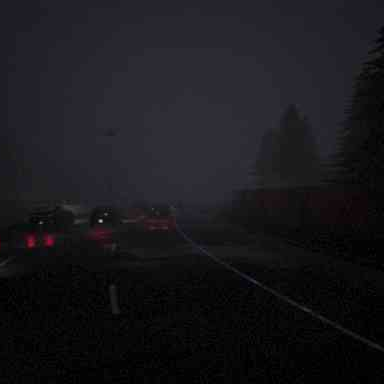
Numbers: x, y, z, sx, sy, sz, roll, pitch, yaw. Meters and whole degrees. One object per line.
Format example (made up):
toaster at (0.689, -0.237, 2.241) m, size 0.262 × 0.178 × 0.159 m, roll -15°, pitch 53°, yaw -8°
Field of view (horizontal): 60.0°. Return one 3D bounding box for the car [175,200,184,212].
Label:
car at (-2.220, 1.754, 43.550) m, size 1.882 × 1.535 × 5.008 m, roll -1°, pitch 0°, yaw 7°

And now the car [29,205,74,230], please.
car at (-9.698, 1.741, 23.343) m, size 2.128 × 1.511 × 4.902 m, roll -1°, pitch 0°, yaw -5°

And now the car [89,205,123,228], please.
car at (-6.286, 1.718, 24.546) m, size 1.837 × 1.490 × 4.892 m, roll -1°, pitch -1°, yaw -5°

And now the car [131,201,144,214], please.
car at (-6.081, 1.797, 40.480) m, size 2.128 × 1.511 × 4.902 m, roll -1°, pitch 0°, yaw 5°

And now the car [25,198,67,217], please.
car at (-17.012, 1.746, 39.192) m, size 2.150 × 2.045 × 5.566 m, roll -1°, pitch 0°, yaw 4°

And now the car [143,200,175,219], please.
car at (-3.036, 1.711, 31.972) m, size 2.128 × 1.511 × 4.902 m, roll -1°, pitch 0°, yaw 0°
